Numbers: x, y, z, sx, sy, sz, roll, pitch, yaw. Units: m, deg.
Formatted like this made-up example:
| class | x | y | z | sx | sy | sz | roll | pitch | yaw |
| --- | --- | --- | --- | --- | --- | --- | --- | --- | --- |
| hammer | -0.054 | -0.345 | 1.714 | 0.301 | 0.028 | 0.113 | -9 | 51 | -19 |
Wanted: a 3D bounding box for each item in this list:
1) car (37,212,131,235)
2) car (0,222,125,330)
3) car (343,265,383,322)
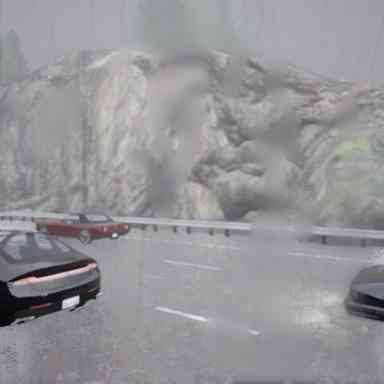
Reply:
| class | x | y | z | sx | sy | sz | roll | pitch | yaw |
| --- | --- | --- | --- | --- | --- | --- | --- | --- | --- |
| car | -5.250 | 1.606 | 15.633 | 4.718 | 1.301 | 1.895 | 0 | 0 | 32 |
| car | -3.902 | 1.499 | 6.483 | 4.902 | 1.511 | 2.128 | 0 | 0 | 33 |
| car | 5.110 | 1.525 | 4.603 | 5.357 | 1.411 | 2.033 | 0 | 0 | 36 |
